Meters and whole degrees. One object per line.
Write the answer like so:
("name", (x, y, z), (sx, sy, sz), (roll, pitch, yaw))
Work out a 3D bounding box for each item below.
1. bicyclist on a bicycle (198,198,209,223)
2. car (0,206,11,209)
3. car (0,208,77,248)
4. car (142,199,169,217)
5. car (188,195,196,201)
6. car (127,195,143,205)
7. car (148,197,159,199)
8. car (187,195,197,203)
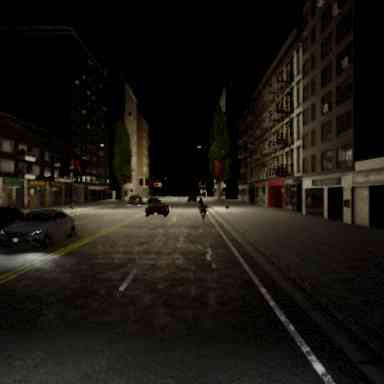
("bicyclist on a bicycle", (0.858, 1.424, 24.626), (0.866, 1.612, 1.509), (0, 0, 0))
("car", (-9.853, 1.470, 16.378), (1.882, 1.535, 5.008), (0, 0, 0))
("car", (-6.602, 1.519, 14.768), (1.812, 1.442, 4.674), (0, 0, 0))
("car", (-3.159, 1.583, 31.244), (1.895, 1.301, 4.718), (0, 0, 0))
("car", (-0.019, 1.457, 80.484), (1.812, 1.442, 4.674), (0, 0, 0))
("car", (-9.810, 1.310, 57.455), (2.097, 1.767, 4.553), (0, 0, 1))
("car", (-6.557, 1.522, 56.960), (1.994, 1.385, 4.181), (0, 0, 1))
("car", (0.029, 1.444, 69.274), (1.837, 1.490, 4.892), (0, -1, 0))
